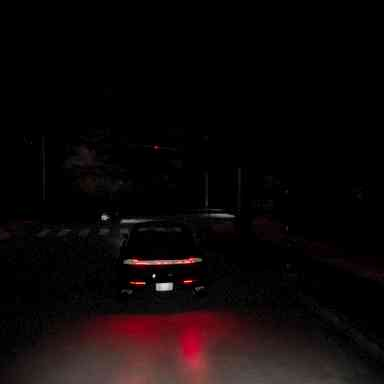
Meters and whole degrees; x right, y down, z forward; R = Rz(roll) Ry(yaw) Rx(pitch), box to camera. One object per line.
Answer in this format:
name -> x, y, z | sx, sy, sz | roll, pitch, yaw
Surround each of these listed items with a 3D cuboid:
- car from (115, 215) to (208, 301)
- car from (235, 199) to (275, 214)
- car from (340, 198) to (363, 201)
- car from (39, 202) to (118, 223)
car -> -0.836, 1.492, 8.389 | 2.128, 1.511, 4.902 | 0, 0, -8
car -> 6.271, 1.369, 30.764 | 4.674, 1.442, 1.812 | 0, 0, -12
car -> 15.299, 1.348, 32.764 | 4.892, 1.490, 1.837 | 0, 0, -12
car -> -7.951, 1.451, 23.846 | 5.357, 1.411, 2.033 | 0, 0, -12
